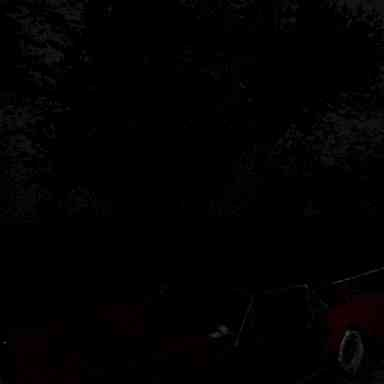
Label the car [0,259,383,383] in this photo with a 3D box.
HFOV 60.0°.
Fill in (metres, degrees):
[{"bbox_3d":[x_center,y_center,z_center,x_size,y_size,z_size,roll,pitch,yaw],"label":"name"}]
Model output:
[{"bbox_3d":[0.314,1.610,3.963,4.718,1.301,1.895,0,0,-36],"label":"car"}]
